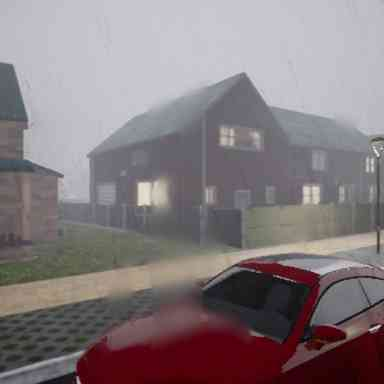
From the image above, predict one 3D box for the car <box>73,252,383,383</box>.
[{"bbox_3d":[1.081,1.515,3.828,4.674,1.442,1.812,0,0,-35],"label":"car"}]
